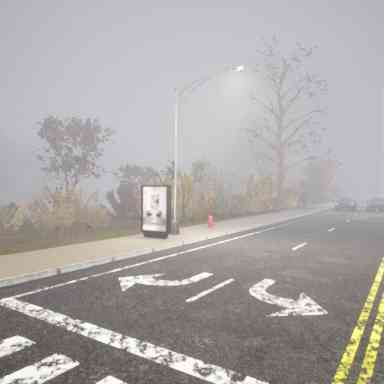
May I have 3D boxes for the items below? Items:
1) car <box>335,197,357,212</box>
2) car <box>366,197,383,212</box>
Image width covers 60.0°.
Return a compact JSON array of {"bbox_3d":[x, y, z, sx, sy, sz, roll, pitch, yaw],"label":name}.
[{"bbox_3d":[18.519,1.389,39.887,2.097,1.767,4.553,0,0,30],"label":"car"},{"bbox_3d":[21.330,1.392,38.257,2.097,1.767,4.553,0,0,30],"label":"car"}]
